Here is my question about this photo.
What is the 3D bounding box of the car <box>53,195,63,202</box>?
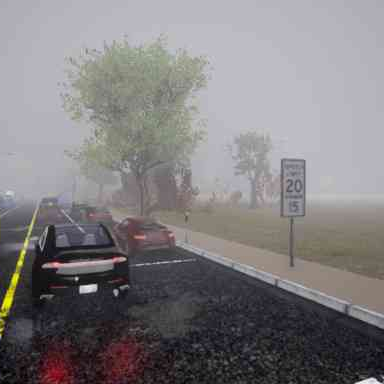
[{"bbox_3d":[-31.643,1.509,78.279,1.947,1.339,4.313,-1,0,-24],"label":"car"}]

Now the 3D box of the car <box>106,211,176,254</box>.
[{"bbox_3d":[-1.940,1.567,12.650,1.802,1.307,4.206,-1,0,-24],"label":"car"}]

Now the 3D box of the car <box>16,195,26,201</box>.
[{"bbox_3d":[-41.070,1.502,80.022,1.887,1.381,4.507,-1,0,-24],"label":"car"}]

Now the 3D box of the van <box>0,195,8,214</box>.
[{"bbox_3d":[-20.567,1.328,34.494,1.690,1.788,3.998,-1,0,-24],"label":"van"}]

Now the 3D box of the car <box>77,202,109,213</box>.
[{"bbox_3d":[-6.525,1.561,22.742,1.802,1.307,4.206,-1,0,-24],"label":"car"}]

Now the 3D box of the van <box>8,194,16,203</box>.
[{"bbox_3d":[-25.124,1.322,44.611,1.690,1.788,3.998,-1,0,-24],"label":"van"}]

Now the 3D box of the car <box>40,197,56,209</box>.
[{"bbox_3d":[-19.670,1.447,45.472,1.882,1.535,5.008,0,0,-24],"label":"car"}]

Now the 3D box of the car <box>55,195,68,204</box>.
[{"bbox_3d":[-24.817,1.394,63.121,1.967,1.590,4.097,-1,0,-24],"label":"car"}]

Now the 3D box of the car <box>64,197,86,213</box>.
[{"bbox_3d":[-11.161,1.523,32.808,2.008,1.369,4.403,-1,0,-24],"label":"car"}]

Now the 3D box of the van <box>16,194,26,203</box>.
[{"bbox_3d":[-36.516,1.305,69.903,1.690,1.788,3.998,-1,0,-24],"label":"van"}]

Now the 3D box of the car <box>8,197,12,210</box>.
[{"bbox_3d":[-22.843,1.566,39.554,1.802,1.307,4.206,-1,0,-24],"label":"car"}]

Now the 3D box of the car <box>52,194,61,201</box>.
[{"bbox_3d":[-33.920,1.380,83.331,1.967,1.590,4.097,-1,0,-24],"label":"car"}]

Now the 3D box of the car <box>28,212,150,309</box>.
[{"bbox_3d":[-2.817,1.486,8.058,2.128,1.511,4.902,0,0,-24],"label":"car"}]

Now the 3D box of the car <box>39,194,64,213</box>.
[{"bbox_3d":[-15.404,1.327,36.131,2.097,1.767,4.553,0,0,-24],"label":"car"}]

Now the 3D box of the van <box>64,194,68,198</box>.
[{"bbox_3d":[-22.542,1.298,58.068,1.690,1.788,3.998,-1,0,-24],"label":"van"}]
